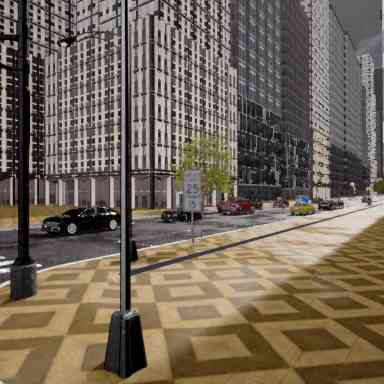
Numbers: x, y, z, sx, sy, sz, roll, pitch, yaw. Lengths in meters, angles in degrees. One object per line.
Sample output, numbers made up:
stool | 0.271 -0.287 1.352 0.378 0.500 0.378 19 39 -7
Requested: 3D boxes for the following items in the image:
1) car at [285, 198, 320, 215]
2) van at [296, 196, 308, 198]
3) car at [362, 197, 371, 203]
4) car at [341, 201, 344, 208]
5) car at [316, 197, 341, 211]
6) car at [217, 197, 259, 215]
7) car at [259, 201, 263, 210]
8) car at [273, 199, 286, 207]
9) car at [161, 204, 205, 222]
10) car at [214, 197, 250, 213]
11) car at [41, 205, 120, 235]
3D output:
car | 11.920 1.673 35.622 1.752 1.417 4.829 0 0 35
van | 21.061 1.606 63.705 1.690 1.788 3.998 0 0 35
car | 40.880 1.850 77.730 1.947 1.339 4.313 0 0 35
car | 21.509 1.753 49.564 2.008 1.369 4.403 0 0 35
car | 18.281 1.751 44.870 1.947 1.339 4.313 0 0 35
car | 4.985 1.507 35.727 2.097 1.767 4.553 0 0 34
car | 8.147 1.764 44.924 1.947 1.339 4.313 0 0 35
car | 14.604 1.816 54.312 1.802 1.307 4.206 0 0 35
car | -0.674 1.679 27.512 1.994 1.385 4.181 0 0 35
car | 4.918 1.494 40.233 2.192 1.841 5.009 -1 -1 35
car | -6.273 1.577 19.387 1.837 1.490 4.892 0 0 35
